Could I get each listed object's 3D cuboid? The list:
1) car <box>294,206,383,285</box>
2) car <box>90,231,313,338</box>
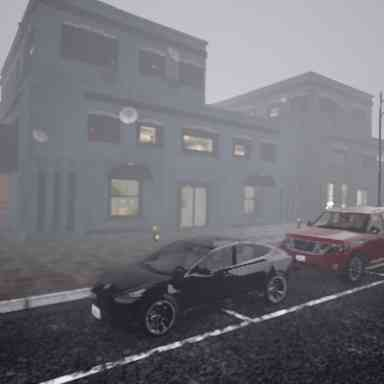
[{"bbox_3d":[4.848,1.395,9.994,5.009,1.841,2.192,1,1,-35],"label":"car"},{"bbox_3d":[0.213,1.599,6.696,4.313,1.339,1.947,1,1,-35],"label":"car"}]
